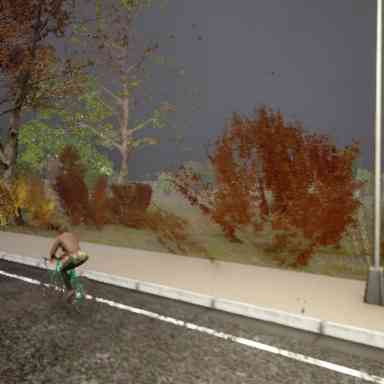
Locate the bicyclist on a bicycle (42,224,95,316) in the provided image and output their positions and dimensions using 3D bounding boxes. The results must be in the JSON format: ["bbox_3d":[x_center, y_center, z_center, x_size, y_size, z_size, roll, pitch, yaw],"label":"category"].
[{"bbox_3d":[-2.375,1.443,6.295,1.656,1.620,0.582,0,0,35],"label":"bicyclist on a bicycle"}]
